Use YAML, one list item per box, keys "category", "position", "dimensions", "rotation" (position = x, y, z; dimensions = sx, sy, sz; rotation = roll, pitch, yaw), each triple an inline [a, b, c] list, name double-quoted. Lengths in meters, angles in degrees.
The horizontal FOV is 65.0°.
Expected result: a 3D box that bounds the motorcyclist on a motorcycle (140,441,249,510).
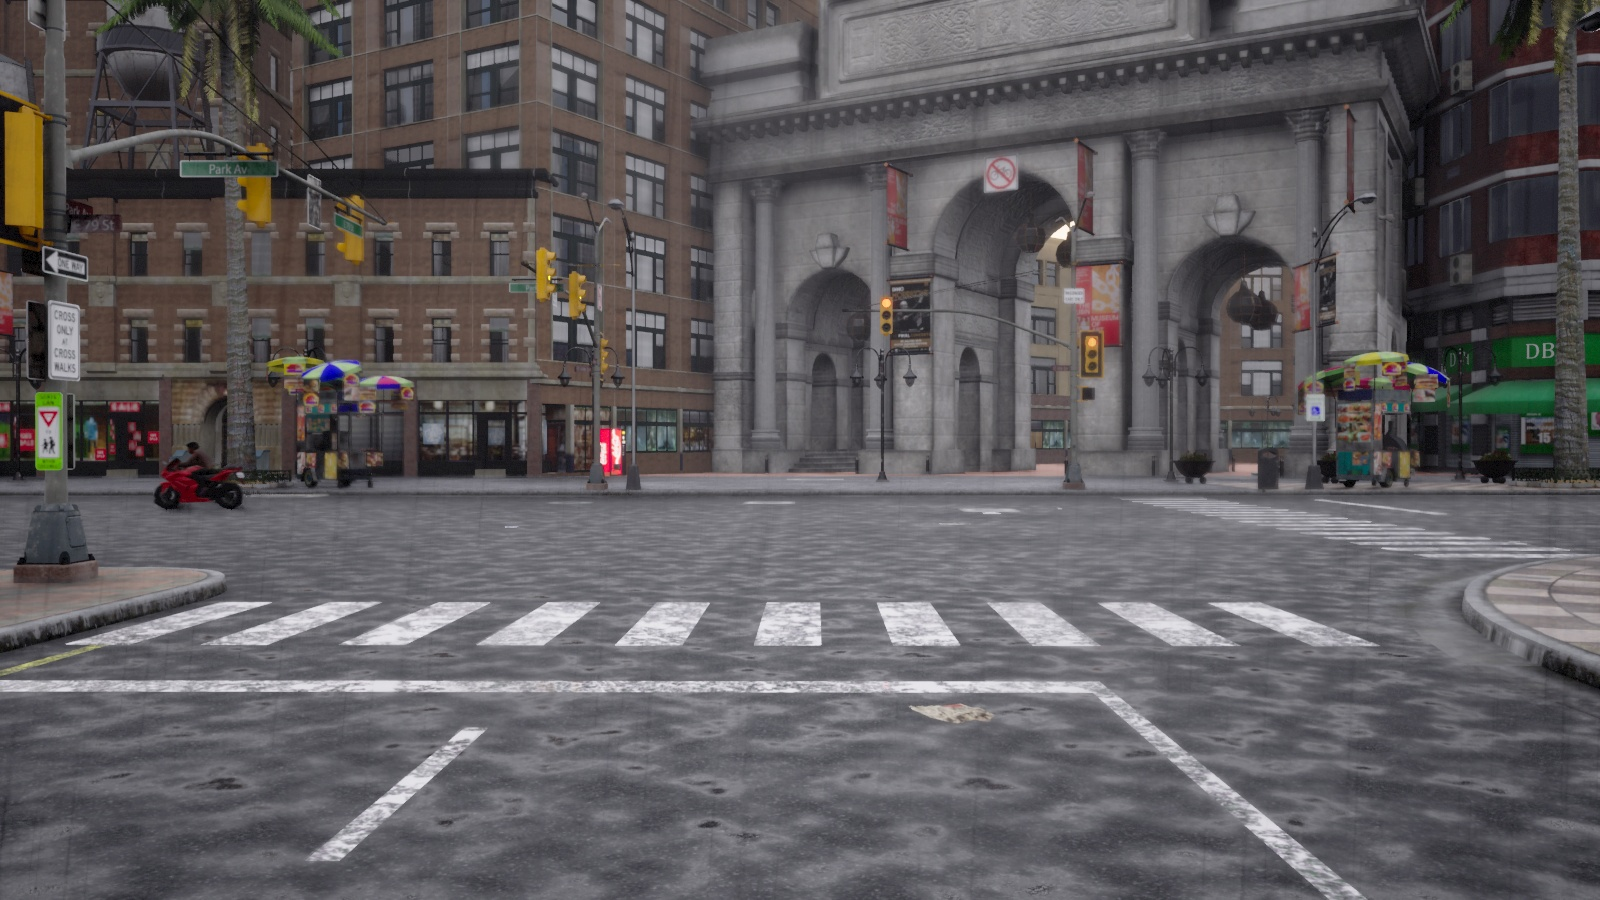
- category: "motorcyclist on a motorcycle"
  position: [-13.494, 0.560, 28.005]
  dimensions: [2.044, 1.523, 0.797]
  rotation: [0, 0, 1]
